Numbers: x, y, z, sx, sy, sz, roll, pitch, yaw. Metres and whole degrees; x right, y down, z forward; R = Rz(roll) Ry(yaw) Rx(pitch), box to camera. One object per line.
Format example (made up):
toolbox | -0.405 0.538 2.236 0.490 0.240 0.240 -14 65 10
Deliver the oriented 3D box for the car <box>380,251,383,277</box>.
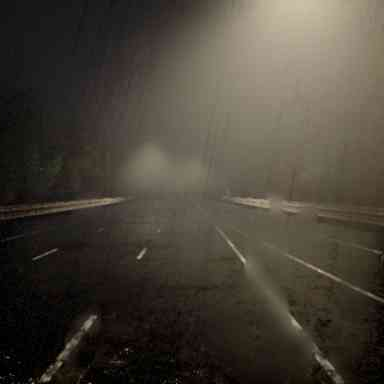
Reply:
car | 5.745 1.315 6.203 2.097 1.767 4.553 0 0 -7
